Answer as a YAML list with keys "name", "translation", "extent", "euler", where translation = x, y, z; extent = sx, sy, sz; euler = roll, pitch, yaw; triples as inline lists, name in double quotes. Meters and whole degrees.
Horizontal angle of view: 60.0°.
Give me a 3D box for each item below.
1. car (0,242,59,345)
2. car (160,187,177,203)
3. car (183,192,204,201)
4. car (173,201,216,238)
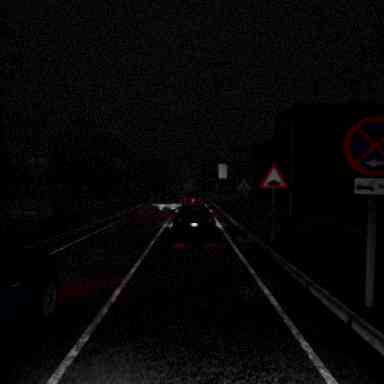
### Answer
- name: "car"
  translation: [-3.349, 1.487, 4.444]
  extent: [1.812, 1.442, 4.674]
  euler: [0, 0, 0]
- name: "car"
  translation: [-3.239, 0.302, 46.498]
  extent: [2.150, 2.045, 5.566]
  euler: [0, 1, 0]
- name: "car"
  translation: [0.107, 0.803, 34.208]
  extent: [2.097, 1.767, 4.553]
  euler: [0, 2, 0]
- name: "car"
  translation: [0.103, 1.364, 16.541]
  extent: [1.994, 1.385, 4.181]
  euler: [0, 1, 0]
